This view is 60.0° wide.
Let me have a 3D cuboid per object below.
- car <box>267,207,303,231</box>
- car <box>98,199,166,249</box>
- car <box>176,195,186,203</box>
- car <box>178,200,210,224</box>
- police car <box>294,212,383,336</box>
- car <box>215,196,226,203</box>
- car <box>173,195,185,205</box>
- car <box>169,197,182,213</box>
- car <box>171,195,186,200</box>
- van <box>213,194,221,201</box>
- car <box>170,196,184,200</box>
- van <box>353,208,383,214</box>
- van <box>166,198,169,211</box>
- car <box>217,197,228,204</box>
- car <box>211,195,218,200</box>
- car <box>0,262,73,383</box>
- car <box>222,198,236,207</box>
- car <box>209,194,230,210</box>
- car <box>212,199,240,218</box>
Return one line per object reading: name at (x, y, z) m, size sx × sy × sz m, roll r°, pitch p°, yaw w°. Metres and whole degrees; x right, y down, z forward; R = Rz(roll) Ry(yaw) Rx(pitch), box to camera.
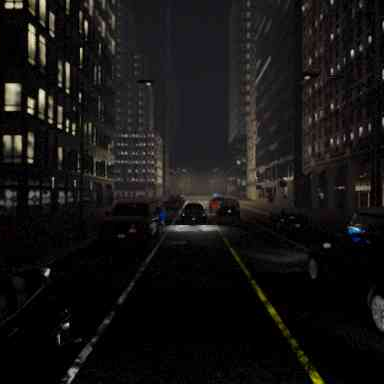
car at (5.806, 1.607, 20.463) m, size 2.008 × 1.369 × 4.403 m, roll 1°, pitch 0°, yaw 0°
car at (-2.606, 1.319, 14.836) m, size 2.192 × 1.841 × 5.009 m, roll 1°, pitch 0°, yaw 0°
car at (-2.259, 1.443, 71.694) m, size 1.967 × 1.590 × 4.097 m, roll 1°, pitch 0°, yaw 0°
car at (0.140, 1.553, 25.033) m, size 1.812 × 1.442 × 4.674 m, roll 0°, pitch 0°, yaw 0°
police car at (3.929, 1.458, 6.807) m, size 1.930 × 1.638 × 5.238 m, roll 0°, pitch 0°, yaw 0°
car at (6.120, 1.595, 71.629) m, size 1.887 × 1.381 × 4.507 m, roll 1°, pitch 0°, yaw 0°
car at (-2.328, 1.453, 60.322) m, size 1.967 × 1.590 × 4.097 m, roll 1°, pitch 0°, yaw 0°
car at (-2.470, 1.600, 37.579) m, size 1.802 × 1.307 × 4.206 m, roll 1°, pitch 0°, yaw 0°
car at (-2.396, 1.333, 48.949) m, size 2.192 × 1.841 × 5.009 m, roll 1°, pitch 0°, yaw 0°
van at (6.189, 1.379, 82.326) m, size 1.690 × 1.788 × 3.998 m, roll 1°, pitch 0°, yaw 0°
car at (-2.435, 1.563, 43.264) m, size 1.887 × 1.381 × 4.507 m, roll 1°, pitch 0°, yaw 0°
van at (5.739, 1.386, 9.093) m, size 1.690 × 1.788 × 3.998 m, roll 1°, pitch 0°, yaw 0°
van at (-2.571, 1.350, 20.521) m, size 1.690 × 1.788 × 3.998 m, roll 1°, pitch 0°, yaw 0°
car at (6.085, 1.638, 65.944) m, size 1.802 × 1.307 × 4.206 m, roll 1°, pitch 0°, yaw 0°
car at (6.250, 1.605, 92.955) m, size 1.802 × 1.307 × 4.206 m, roll 1°, pitch 0°, yaw 0°
car at (-2.679, 1.556, 3.463) m, size 1.947 × 1.339 × 4.313 m, roll 1°, pitch 0°, yaw 0°
car at (6.015, 1.630, 54.574) m, size 1.947 × 1.339 × 4.313 m, roll 1°, pitch 0°, yaw 0°
car at (3.264, 1.402, 42.651) m, size 2.097 × 1.767 × 4.553 m, roll 0°, pitch 0°, yaw 1°
car at (3.214, 1.611, 30.382) m, size 1.994 × 1.385 × 4.181 m, roll 0°, pitch 0°, yaw 1°
